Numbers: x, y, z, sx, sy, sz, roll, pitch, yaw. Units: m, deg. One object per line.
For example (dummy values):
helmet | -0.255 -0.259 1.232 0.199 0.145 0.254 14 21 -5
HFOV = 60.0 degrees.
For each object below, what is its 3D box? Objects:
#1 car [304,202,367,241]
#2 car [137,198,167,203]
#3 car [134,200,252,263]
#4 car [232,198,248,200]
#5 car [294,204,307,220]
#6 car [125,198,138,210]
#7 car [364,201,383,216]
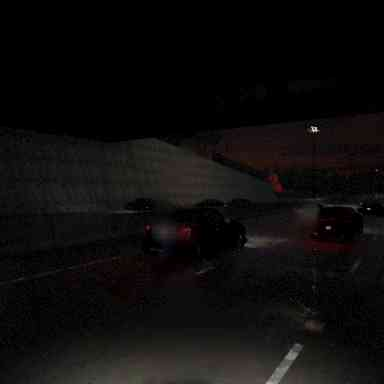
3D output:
car | 7.483 1.469 17.013 1.882 1.535 5.008 0 0 33
car | -3.889 1.544 38.427 1.994 1.385 4.181 0 0 33
car | 0.277 1.346 12.333 2.097 1.767 4.553 0 0 33
car | 5.605 1.487 40.157 1.837 1.490 4.892 0 -1 33
car | 9.913 1.587 27.199 1.895 1.301 4.718 0 0 33
car | -6.198 1.484 41.296 1.837 1.490 4.892 0 0 33
car | 17.344 1.547 32.233 1.994 1.385 4.181 0 0 33
